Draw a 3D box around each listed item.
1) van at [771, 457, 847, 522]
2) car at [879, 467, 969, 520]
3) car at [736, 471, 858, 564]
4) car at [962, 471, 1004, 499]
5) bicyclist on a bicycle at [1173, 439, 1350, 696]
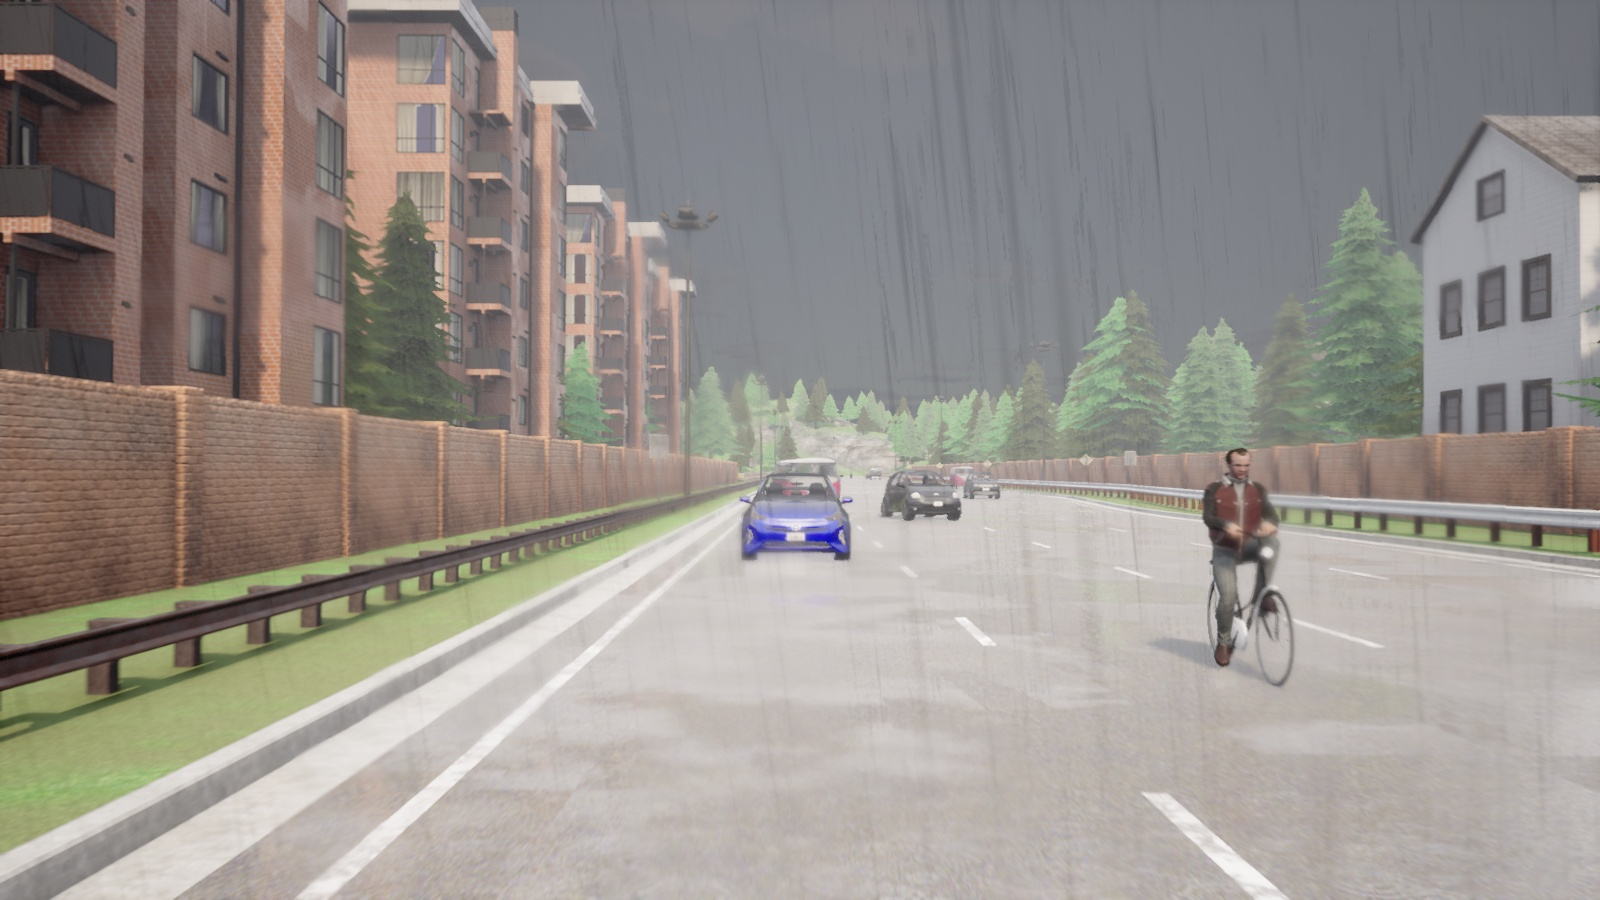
[{"bbox_3d":[0.241,1.253,41.042,1.775,1.987,4.442,-1,-1,-9],"label":"van"},{"bbox_3d":[3.947,1.378,40.665,1.851,1.617,3.988,0,-1,-11],"label":"car"},{"bbox_3d":[-0.056,1.147,23.005,2.007,1.525,4.514,0,-1,0],"label":"car"},{"bbox_3d":[10.327,1.943,71.137,1.789,1.549,3.705,0,-1,0],"label":"car"},{"bbox_3d":[3.475,0.833,9.645,0.659,1.776,1.843,0,-1,0],"label":"bicyclist on a bicycle"}]
